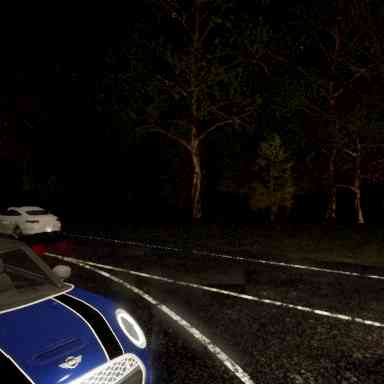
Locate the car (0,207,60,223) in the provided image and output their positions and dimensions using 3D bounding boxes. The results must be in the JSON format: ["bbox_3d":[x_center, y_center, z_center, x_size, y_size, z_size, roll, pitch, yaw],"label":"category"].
[{"bbox_3d":[-8.245,1.441,16.261,4.674,1.442,1.812,0,0,37],"label":"car"}]

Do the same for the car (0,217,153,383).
[{"bbox_3d":[-2.592,1.338,3.733,4.553,1.767,2.097,1,0,35],"label":"car"}]
